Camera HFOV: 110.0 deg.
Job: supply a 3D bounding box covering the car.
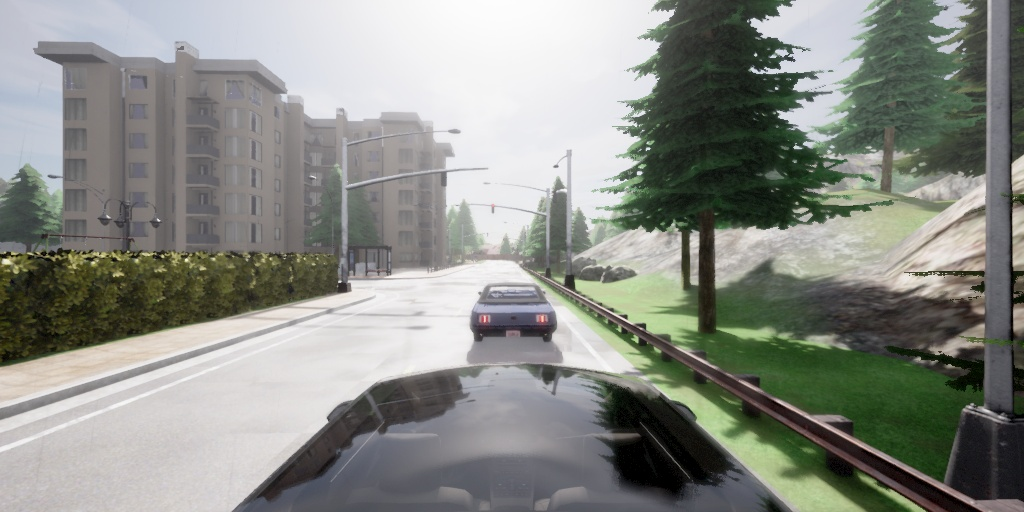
[{"bbox_3d":[0.002,1.350,9.759,1.895,1.301,4.718,0,0,-1],"label":"car"}]
